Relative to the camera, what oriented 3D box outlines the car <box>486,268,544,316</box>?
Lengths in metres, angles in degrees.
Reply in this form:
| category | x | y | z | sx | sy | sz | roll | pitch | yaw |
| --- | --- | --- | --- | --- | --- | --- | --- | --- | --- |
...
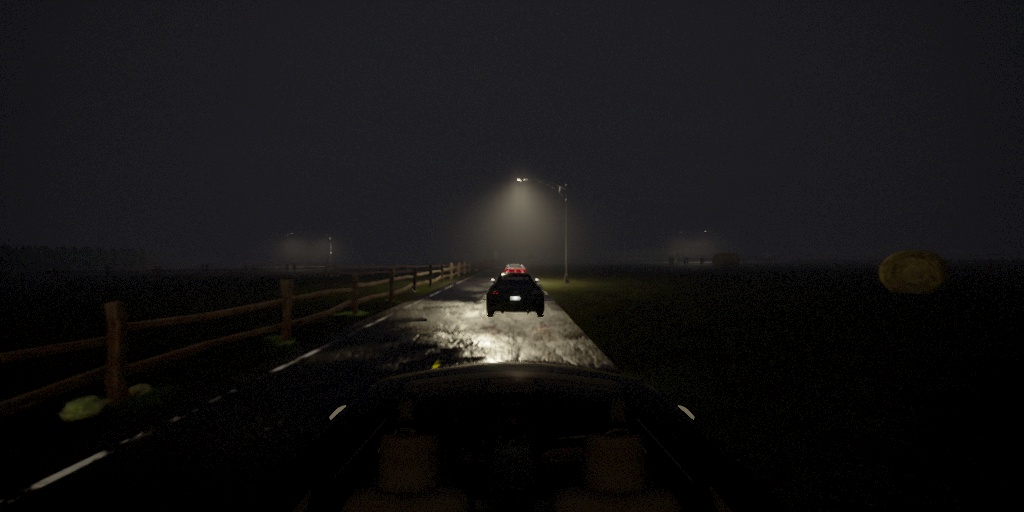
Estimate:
| category | x | y | z | sx | sy | sz | roll | pitch | yaw |
| --- | --- | --- | --- | --- | --- | --- | --- | --- | --- |
| car | 0.114 | 1.314 | 13.463 | 1.994 | 1.385 | 4.181 | 0 | 0 | 0 |

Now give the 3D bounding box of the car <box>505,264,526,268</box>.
| category | x | y | z | sx | sy | sz | roll | pitch | yaw |
| --- | --- | --- | --- | --- | --- | --- | --- | --- | --- |
| car | 0.307 | 1.352 | 31.701 | 1.895 | 1.301 | 4.718 | 0 | 0 | 1 |
